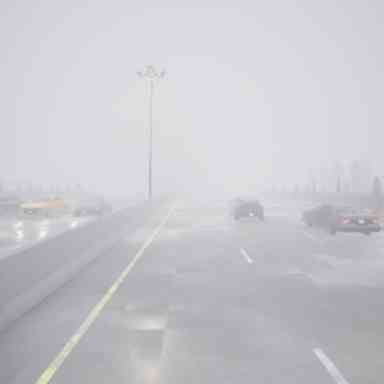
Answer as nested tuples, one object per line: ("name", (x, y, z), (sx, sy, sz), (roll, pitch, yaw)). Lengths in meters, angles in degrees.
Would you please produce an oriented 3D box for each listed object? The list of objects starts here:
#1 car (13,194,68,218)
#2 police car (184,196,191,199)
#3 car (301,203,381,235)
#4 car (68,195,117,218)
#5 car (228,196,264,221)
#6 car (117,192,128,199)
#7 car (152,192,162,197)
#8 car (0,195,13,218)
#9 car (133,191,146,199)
("car", (-10.599, 0.975, 24.261), (1.882, 1.535, 5.008), (0, 1, 0))
("police car", (-1.055, 1.745, 82.266), (1.930, 1.638, 5.238), (0, -5, 0))
("car", (7.104, 1.232, 16.439), (2.033, 1.411, 5.357), (0, 1, 0))
("car", (-7.099, 1.021, 24.339), (1.812, 1.442, 4.674), (0, 1, 0))
("car", (3.599, 1.043, 22.518), (1.837, 1.490, 4.892), (0, 2, 0))
("car", (-14.004, 0.716, 66.680), (1.812, 1.442, 4.674), (0, -3, 0))
("car", (-7.007, 0.710, 66.768), (2.128, 1.511, 4.902), (0, -3, 0))
("car", (-14.099, 0.997, 24.476), (1.837, 1.490, 4.892), (0, 2, 0))
("car", (-10.506, 0.554, 66.803), (2.097, 1.767, 4.553), (0, -3, 0))
